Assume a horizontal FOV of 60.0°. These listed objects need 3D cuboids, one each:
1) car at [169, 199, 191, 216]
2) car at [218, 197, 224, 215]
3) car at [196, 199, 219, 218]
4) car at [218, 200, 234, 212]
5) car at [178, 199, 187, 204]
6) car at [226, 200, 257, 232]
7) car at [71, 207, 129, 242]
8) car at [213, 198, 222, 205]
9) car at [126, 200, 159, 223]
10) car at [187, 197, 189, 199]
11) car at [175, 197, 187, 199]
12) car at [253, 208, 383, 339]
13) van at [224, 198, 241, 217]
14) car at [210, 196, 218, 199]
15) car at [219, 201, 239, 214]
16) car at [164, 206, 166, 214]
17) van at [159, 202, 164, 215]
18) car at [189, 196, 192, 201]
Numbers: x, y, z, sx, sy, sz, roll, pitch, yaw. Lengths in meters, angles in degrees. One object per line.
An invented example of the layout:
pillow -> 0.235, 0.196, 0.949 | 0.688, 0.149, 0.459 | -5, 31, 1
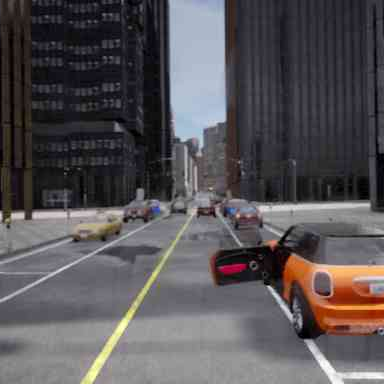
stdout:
car -> -1.484, 1.854, 38.503 | 1.882, 1.535, 5.008 | -1, -1, 3
car -> 4.181, 1.575, 34.442 | 2.192, 1.841, 5.009 | -1, -1, 2
car -> 1.459, 1.769, 33.738 | 1.882, 1.535, 5.008 | -1, -1, 2
car -> 4.618, 1.903, 45.482 | 1.887, 1.381, 4.507 | -1, -1, 2
car -> -2.387, 2.410, 84.122 | 1.947, 1.339, 4.313 | -1, -1, 2
car -> 3.750, 1.604, 23.400 | 1.967, 1.590, 4.097 | -1, -1, 2
car -> -5.000, 1.762, 18.057 | 1.752, 1.417, 4.829 | -1, -1, 2
car -> 5.907, 2.233, 78.140 | 1.947, 1.339, 4.313 | -1, -1, 2
car -> -4.560, 1.648, 29.269 | 2.192, 1.841, 5.009 | -1, -1, 2
car -> -2.615, 2.103, 78.486 | 2.192, 1.841, 5.009 | -1, -1, 2
car -> -2.837, 2.048, 72.848 | 2.192, 1.841, 5.009 | -1, -1, 2
car -> 2.716, 1.378, 6.764 | 2.097, 1.767, 4.553 | -1, -1, 2
van -> 3.965, 1.553, 28.921 | 1.690, 1.788, 3.998 | -1, -1, 2
car -> 5.680, 1.927, 72.503 | 2.192, 1.841, 5.009 | -1, -1, 2
car -> 4.402, 1.860, 39.961 | 2.008, 1.369, 4.403 | -1, -1, 2
car -> -4.125, 1.954, 40.138 | 1.752, 1.417, 4.829 | -1, -1, 2
van -> -4.341, 1.723, 34.790 | 1.690, 1.788, 3.998 | -1, -1, 2
car -> -1.943, 2.528, 95.400 | 1.947, 1.339, 4.313 | -1, -1, 2
